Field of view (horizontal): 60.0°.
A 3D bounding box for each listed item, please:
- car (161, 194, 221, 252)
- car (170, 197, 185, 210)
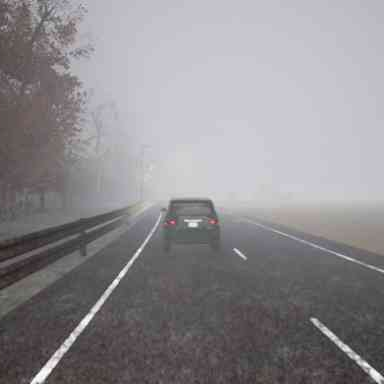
[{"bbox_3d":[-0.130,1.226,14.170,2.150,2.045,5.566,0,0,-4],"label":"car"},{"bbox_3d":[-1.969,1.503,44.063,1.837,1.490,4.892,0,0,-4],"label":"car"}]
